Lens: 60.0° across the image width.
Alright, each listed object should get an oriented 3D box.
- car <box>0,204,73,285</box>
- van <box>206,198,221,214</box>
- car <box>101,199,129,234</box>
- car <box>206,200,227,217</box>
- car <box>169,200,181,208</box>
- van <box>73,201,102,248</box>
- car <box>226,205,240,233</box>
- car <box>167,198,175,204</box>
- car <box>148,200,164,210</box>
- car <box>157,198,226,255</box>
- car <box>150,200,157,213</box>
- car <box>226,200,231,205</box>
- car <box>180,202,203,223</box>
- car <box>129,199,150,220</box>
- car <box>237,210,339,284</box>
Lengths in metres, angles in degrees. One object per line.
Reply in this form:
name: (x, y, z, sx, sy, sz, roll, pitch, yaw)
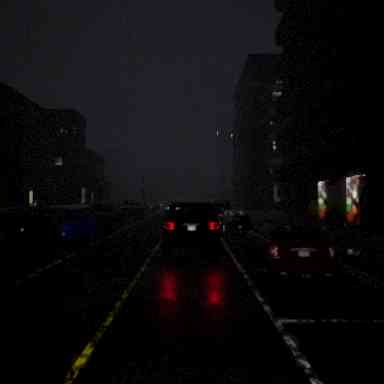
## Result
car: (-5.678, 1.410, 9.949, 2.192, 1.841, 5.009, 1, -1, 0)
van: (2.679, 1.737, 42.389, 1.690, 1.788, 3.998, 1, -1, 0)
car: (-5.685, 1.511, 20.763, 2.192, 1.841, 5.009, 1, -1, 0)
car: (2.680, 1.786, 36.981, 1.967, 1.590, 4.097, 1, -1, 0)
car: (-3.046, 2.128, 60.453, 1.994, 1.385, 4.181, 0, -1, 0)
van: (-5.683, 1.487, 15.356, 1.690, 1.788, 3.998, 1, -1, 0)
car: (2.690, 1.746, 20.759, 2.008, 1.369, 4.403, 1, -1, 0)
car: (-5.815, 2.389, 91.156, 1.887, 1.381, 4.507, 1, -1, 0)
car: (-5.713, 2.047, 53.202, 2.008, 1.369, 4.403, 1, -1, 0)
car: (-0.008, 1.349, 14.023, 2.150, 2.045, 5.566, 0, 0, 0)
car: (-5.703, 1.836, 42.390, 1.967, 1.590, 4.097, 1, -1, 0)
car: (2.686, 1.611, 31.575, 2.192, 1.841, 5.009, 1, -1, 0)
car: (-0.014, 1.754, 29.485, 1.882, 1.535, 5.008, 0, 0, 0)
car: (-5.693, 1.611, 31.577, 2.192, 1.841, 5.009, 1, -1, 0)
car: (2.699, 1.535, 9.947, 1.967, 1.590, 4.097, 1, -1, 0)
